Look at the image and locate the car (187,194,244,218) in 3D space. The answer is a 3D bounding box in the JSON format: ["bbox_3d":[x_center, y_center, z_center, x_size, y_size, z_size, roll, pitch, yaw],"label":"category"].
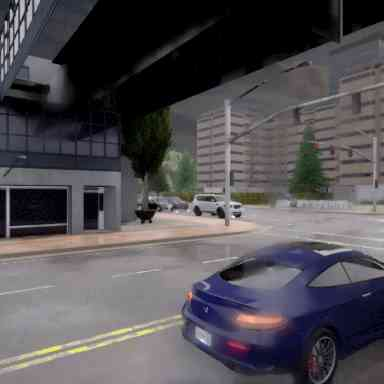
[{"bbox_3d":[2.219,1.222,30.196,2.150,2.045,5.566,0,0,-36],"label":"car"}]

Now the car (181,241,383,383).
[{"bbox_3d":[2.014,1.526,5.234,4.674,1.442,1.812,0,0,-35],"label":"car"}]

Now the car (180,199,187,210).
[{"bbox_3d":[-2.400,1.352,42.574,2.097,1.767,4.553,0,0,-36],"label":"car"}]

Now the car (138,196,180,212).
[{"bbox_3d":[-3.901,1.492,38.672,2.128,1.511,4.902,0,0,-36],"label":"car"}]

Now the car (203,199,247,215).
[{"bbox_3d":[3.326,1.505,34.637,1.837,1.490,4.892,0,0,-36],"label":"car"}]
